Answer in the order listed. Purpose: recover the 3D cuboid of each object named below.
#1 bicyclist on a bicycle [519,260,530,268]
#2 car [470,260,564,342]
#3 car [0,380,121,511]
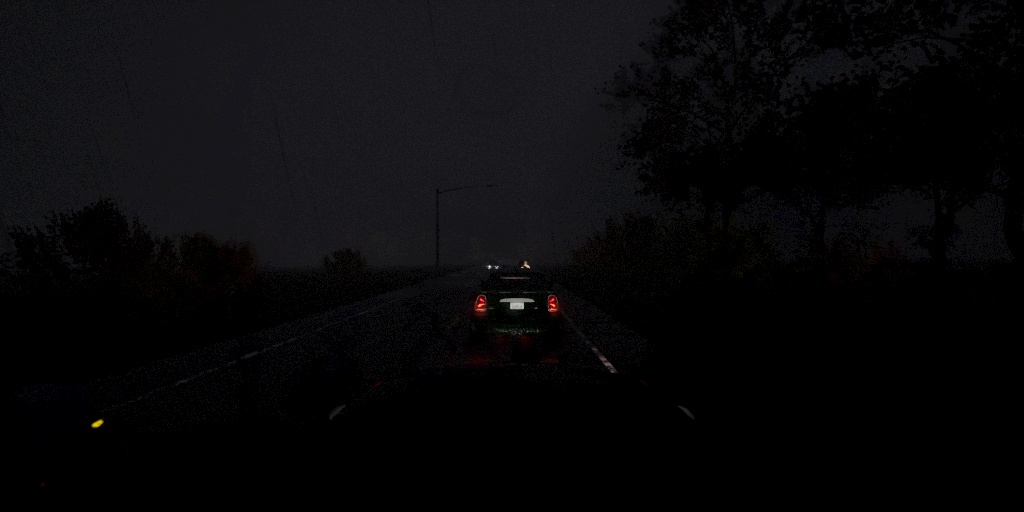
[{"bbox_3d":[0.972,1.177,25.710,0.866,1.612,1.509,0,0,1],"label":"bicyclist on a bicycle"},{"bbox_3d":[0.112,1.099,9.888,2.097,1.767,4.553,0,0,0],"label":"car"},{"bbox_3d":[-3.596,1.276,0.517,1.812,1.442,4.674,0,0,0],"label":"car"}]
